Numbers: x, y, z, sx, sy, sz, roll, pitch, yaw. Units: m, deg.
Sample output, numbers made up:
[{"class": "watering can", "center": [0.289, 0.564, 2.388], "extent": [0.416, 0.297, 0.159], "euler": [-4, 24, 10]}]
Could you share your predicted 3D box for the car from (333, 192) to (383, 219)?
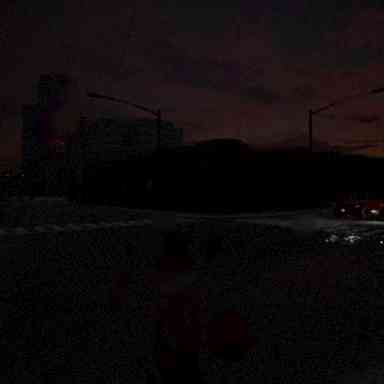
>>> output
[{"class": "car", "center": [13.619, 1.009, 26.579], "extent": [5.566, 2.045, 2.150], "euler": [-1, 0, -35]}]

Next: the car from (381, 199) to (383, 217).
[{"class": "car", "center": [15.820, 1.311, 23.845], "extent": [4.674, 1.442, 1.812], "euler": [-1, 0, -36]}]
